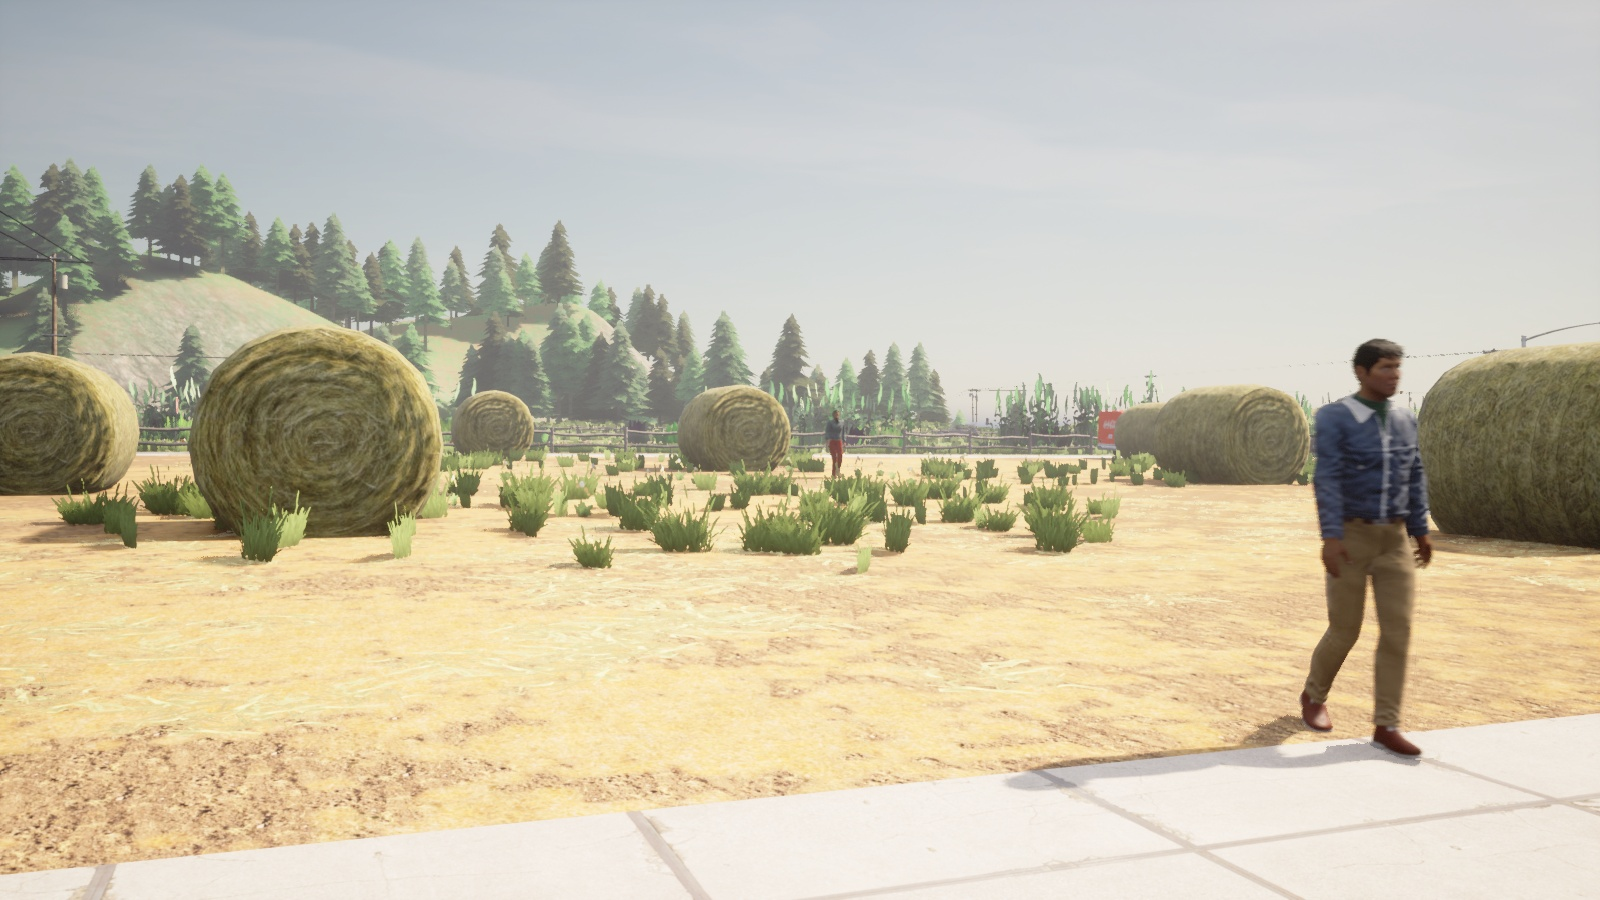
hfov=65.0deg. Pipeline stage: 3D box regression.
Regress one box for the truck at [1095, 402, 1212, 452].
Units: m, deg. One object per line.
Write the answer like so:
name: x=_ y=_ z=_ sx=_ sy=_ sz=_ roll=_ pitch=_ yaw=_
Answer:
truck: x=18.161 y=-1.187 z=64.599 sx=5.204 sy=2.467 sz=2.627 roll=-1 pitch=1 yaw=-17

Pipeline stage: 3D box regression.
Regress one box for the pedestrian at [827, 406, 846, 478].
pedestrian: x=0.947 y=-0.206 z=32.430 sx=0.353 sy=1.847 sz=0.614 roll=-1 pitch=1 yaw=-11

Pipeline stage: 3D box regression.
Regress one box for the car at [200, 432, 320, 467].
car: x=-23.770 y=-0.026 z=55.473 sx=4.674 sy=1.442 sz=1.812 roll=-1 pitch=1 yaw=-17

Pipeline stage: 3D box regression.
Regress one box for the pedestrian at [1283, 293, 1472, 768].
pedestrian: x=2.530 y=0.323 z=5.561 sx=0.423 sy=1.949 sz=0.788 roll=-1 pitch=1 yaw=-5

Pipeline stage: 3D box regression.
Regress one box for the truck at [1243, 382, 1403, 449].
truck: x=28.180 y=-1.856 z=67.655 sx=7.936 sy=3.462 sz=2.891 roll=-1 pitch=1 yaw=-17
